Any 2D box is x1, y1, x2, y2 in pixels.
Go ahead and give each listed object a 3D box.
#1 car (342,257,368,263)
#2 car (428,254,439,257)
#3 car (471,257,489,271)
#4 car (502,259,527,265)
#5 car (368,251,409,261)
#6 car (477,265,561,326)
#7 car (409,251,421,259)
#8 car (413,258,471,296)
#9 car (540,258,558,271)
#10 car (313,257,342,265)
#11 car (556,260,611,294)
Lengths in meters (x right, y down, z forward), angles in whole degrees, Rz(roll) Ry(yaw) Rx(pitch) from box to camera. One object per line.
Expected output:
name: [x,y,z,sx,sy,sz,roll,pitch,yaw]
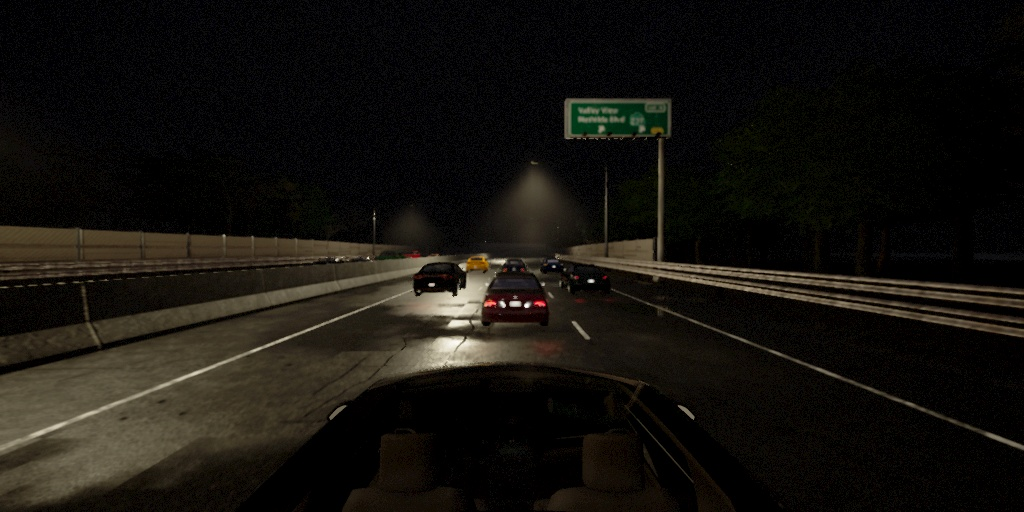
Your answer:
car: [-17.416,0.784,41.504,1.994,1.385,4.181,0,1,1]
car: [-13.611,0.409,63.040,1.882,1.535,5.008,0,0,1]
car: [-3.280,0.789,34.779,1.882,1.535,5.008,0,1,0]
car: [0.166,0.949,28.185,2.033,1.411,5.357,0,1,1]
car: [-13.925,0.448,40.972,2.150,2.045,5.566,0,1,1]
car: [0.091,1.177,11.170,2.033,1.411,5.357,0,1,0]
car: [-17.144,0.184,60.773,2.150,2.045,5.566,0,1,1]
car: [-3.365,1.023,17.533,1.882,1.535,5.008,0,1,0]
car: [3.711,0.891,33.653,1.994,1.385,4.181,0,1,0]
car: [-20.919,0.823,41.350,1.895,1.301,4.718,0,1,1]
car: [3.630,1.098,18.395,1.994,1.385,4.181,0,1,0]
